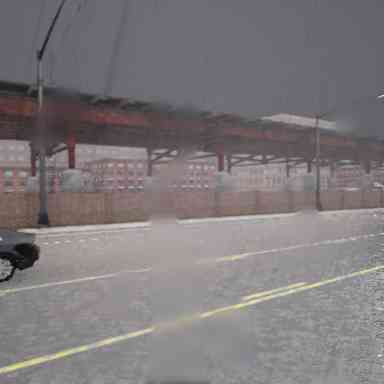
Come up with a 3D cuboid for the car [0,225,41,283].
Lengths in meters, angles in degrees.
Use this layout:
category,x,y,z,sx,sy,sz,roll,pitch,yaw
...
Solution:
category,x,y,z,sx,sy,sz,roll,pitch,yaw
car,-6.351,1.505,8.055,4.892,1.490,1.837,0,0,-35
